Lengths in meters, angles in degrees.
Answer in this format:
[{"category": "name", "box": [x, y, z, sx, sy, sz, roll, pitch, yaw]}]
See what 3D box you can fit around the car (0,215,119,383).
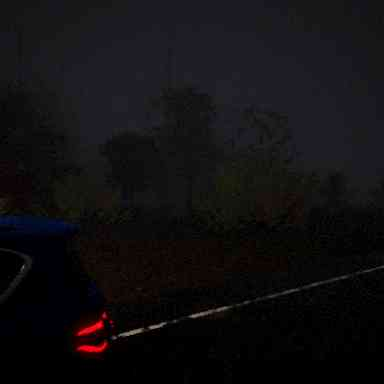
[{"category": "car", "box": [-3.180, 1.214, 1.726, 5.566, 2.045, 2.150, 0, 0, -35]}]
